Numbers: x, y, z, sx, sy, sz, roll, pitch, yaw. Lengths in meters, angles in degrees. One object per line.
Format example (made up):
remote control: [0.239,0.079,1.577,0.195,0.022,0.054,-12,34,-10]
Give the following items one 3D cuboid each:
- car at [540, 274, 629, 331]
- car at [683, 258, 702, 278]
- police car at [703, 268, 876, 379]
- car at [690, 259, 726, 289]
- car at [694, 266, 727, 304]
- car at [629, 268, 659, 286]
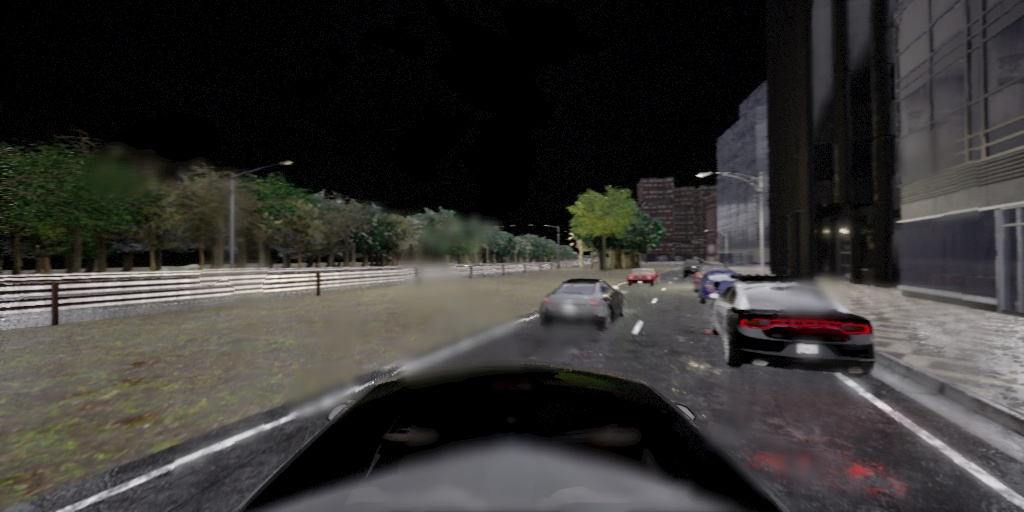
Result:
car: [2.412,1.417,11.618,1.994,1.385,4.181,-1,-1,25]
car: [19.891,1.286,38.980,2.150,2.045,5.566,-1,-1,29]
police car: [5.444,1.200,7.651,1.930,1.638,5.238,-1,-1,25]
car: [12.174,1.250,21.792,2.097,1.767,4.553,-1,-1,26]
car: [9.590,1.378,16.491,1.812,1.442,4.674,-1,-1,26]
car: [10.181,1.595,27.675,1.895,1.301,4.718,-1,-1,27]
